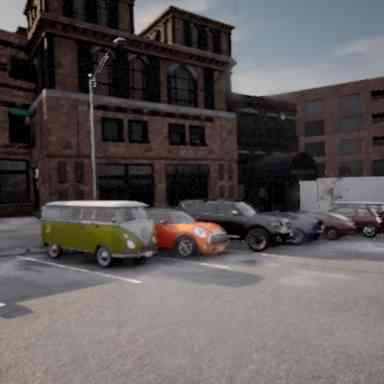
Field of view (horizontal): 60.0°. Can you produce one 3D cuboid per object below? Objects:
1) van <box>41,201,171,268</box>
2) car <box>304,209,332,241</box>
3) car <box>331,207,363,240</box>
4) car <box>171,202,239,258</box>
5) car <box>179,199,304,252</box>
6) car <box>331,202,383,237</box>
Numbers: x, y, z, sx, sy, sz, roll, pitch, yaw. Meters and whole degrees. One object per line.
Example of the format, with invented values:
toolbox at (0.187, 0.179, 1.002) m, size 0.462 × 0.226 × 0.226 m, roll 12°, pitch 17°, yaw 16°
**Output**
van at (-3.109, 1.288, 11.218) m, size 4.442 × 1.987 × 1.878 m, roll 0°, pitch -1°, yaw 34°
car at (4.058, 1.678, 16.531) m, size 4.792 × 1.488 × 2.163 m, roll -1°, pitch -1°, yaw 34°
car at (6.515, 1.747, 18.260) m, size 4.674 × 1.452 × 2.002 m, roll 0°, pitch -1°, yaw 34°
car at (-0.802, 1.425, 13.047) m, size 4.553 × 1.767 × 2.185 m, roll -1°, pitch -1°, yaw 34°
car at (1.683, 1.346, 14.768) m, size 5.566 × 2.045 × 2.435 m, roll -1°, pitch -2°, yaw 34°
car at (8.965, 1.646, 19.997) m, size 4.553 × 1.767 × 2.185 m, roll 0°, pitch -1°, yaw 34°
